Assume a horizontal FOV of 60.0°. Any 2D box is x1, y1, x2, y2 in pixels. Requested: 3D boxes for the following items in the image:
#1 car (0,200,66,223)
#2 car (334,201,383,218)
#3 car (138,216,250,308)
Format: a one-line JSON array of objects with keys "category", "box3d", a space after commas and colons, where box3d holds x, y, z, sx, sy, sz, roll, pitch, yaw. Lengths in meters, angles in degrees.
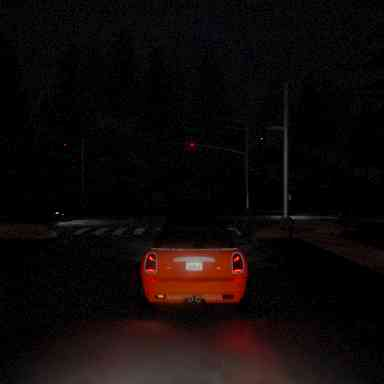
[{"category": "car", "box3d": [-11.425, 1.340, 23.375, 4.892, 1.490, 1.837, 0, 0, 4]}, {"category": "car", "box3d": [14.337, 1.435, 27.330, 4.718, 1.301, 1.895, 0, 0, 0]}, {"category": "car", "box3d": [0.049, 1.351, 8.086, 2.097, 1.767, 4.553, 0, 0, 0]}]
